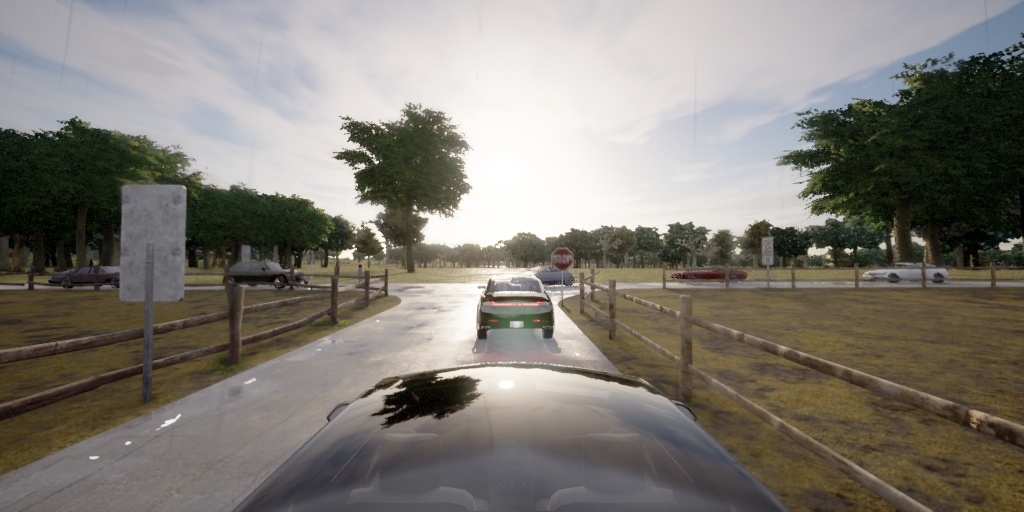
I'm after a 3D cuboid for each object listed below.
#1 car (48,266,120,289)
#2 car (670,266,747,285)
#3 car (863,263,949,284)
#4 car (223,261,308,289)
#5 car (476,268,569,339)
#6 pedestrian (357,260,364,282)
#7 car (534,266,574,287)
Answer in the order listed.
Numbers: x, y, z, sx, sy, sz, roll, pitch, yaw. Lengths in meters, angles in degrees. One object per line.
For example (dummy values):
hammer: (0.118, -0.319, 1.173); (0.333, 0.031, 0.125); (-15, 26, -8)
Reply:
car: (-25.900, 1.318, 22.810); (5.357, 1.411, 2.033); (0, -2, 0)
car: (14.031, 1.360, 25.835); (4.718, 1.301, 1.895); (0, -2, 0)
car: (27.831, 1.208, 25.411); (4.674, 1.442, 1.812); (0, -2, 5)
car: (-15.524, 1.126, 22.802); (4.553, 1.767, 2.097); (0, -2, 1)
car: (0.038, 1.256, 10.094); (2.128, 1.511, 4.902); (0, 0, -1)
pedestrian: (-12.197, 1.193, 28.831); (0.375, 1.860, 0.375); (0, -1, 0)
car: (1.982, 1.335, 23.088); (4.181, 1.385, 1.994); (-1, 0, -33)
